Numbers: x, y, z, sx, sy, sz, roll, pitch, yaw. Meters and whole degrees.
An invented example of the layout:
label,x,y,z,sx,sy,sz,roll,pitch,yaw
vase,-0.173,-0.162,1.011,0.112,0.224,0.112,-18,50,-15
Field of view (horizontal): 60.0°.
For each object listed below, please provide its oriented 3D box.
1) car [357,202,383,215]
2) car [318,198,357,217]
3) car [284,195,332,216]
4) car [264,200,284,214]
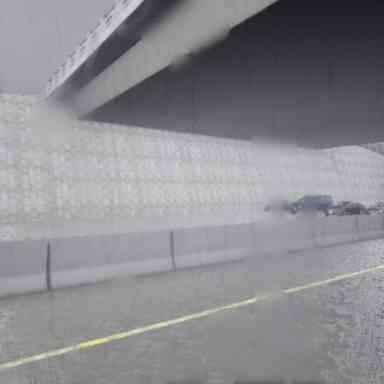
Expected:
label,x,y,z,sx,sy,sz,roll,pitch,yaw
car,16.952,1.591,28.986,4.902,1.511,2.128,0,0,-35
car,14.587,1.589,31.597,4.902,1.511,2.128,0,0,-35
car,12.433,1.319,34.362,5.566,2.045,2.150,0,0,-35
car,10.062,1.622,36.966,4.674,1.442,1.812,0,0,-35
